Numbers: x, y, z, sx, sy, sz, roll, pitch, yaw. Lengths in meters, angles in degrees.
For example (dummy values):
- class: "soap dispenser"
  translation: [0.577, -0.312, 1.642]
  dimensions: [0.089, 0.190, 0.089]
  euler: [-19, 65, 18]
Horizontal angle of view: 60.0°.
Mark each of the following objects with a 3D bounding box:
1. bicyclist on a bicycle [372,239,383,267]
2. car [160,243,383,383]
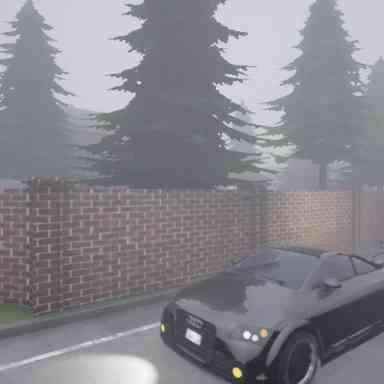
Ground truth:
- class: "bicyclist on a bicycle"
  translation: [5.236, 1.437, 8.277]
  dimensions: [0.582, 1.620, 1.656]
  euler: [1, -2, -29]
- class: "car"
  translation: [1.601, 1.564, 5.224]
  dimensions: [4.181, 1.385, 1.994]
  euler: [0, 0, -37]
